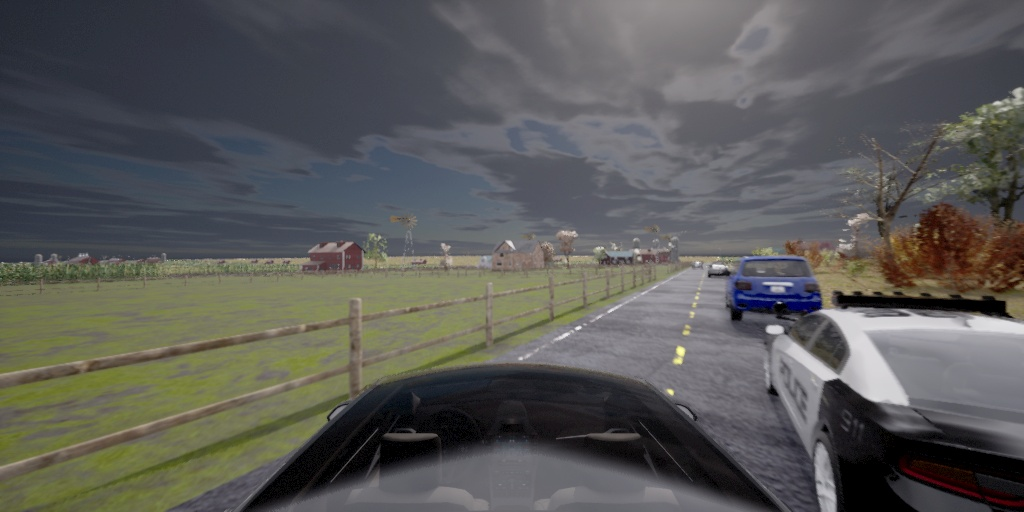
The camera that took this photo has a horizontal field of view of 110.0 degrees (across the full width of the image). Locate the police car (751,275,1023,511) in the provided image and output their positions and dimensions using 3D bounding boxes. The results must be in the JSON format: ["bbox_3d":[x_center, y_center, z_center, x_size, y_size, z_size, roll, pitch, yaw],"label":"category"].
[{"bbox_3d":[3.814,1.171,3.500,1.930,1.638,5.238,-1,-1,29],"label":"police car"}]

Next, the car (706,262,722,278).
[{"bbox_3d":[21.814,1.557,37.945,1.994,1.385,4.181,-1,-1,30],"label":"car"}]

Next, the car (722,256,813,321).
[{"bbox_3d":[8.583,1.027,12.199,2.150,2.045,5.566,-1,-1,29],"label":"car"}]
